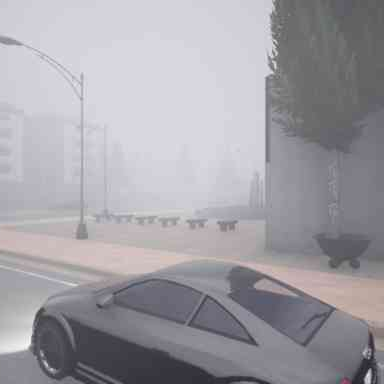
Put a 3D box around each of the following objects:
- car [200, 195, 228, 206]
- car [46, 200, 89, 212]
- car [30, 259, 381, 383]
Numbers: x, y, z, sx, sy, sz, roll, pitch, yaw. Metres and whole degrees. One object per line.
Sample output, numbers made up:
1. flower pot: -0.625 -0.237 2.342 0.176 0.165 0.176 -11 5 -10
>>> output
1. car: 3.661 1.351 54.959 4.553 1.767 2.097 0 0 -26
2. car: -14.533 1.600 39.008 1.895 1.301 4.718 0 0 35
3. car: -0.103 1.564 4.057 4.181 1.385 1.994 0 0 35
